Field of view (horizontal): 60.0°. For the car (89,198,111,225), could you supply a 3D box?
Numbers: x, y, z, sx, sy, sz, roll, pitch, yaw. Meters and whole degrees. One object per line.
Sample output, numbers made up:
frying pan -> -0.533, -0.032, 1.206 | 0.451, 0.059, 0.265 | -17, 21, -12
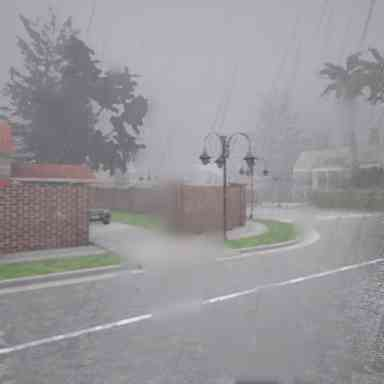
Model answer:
car -> -6.890, 1.137, 20.808 | 2.152, 1.636, 5.027 | 0, 0, -35
